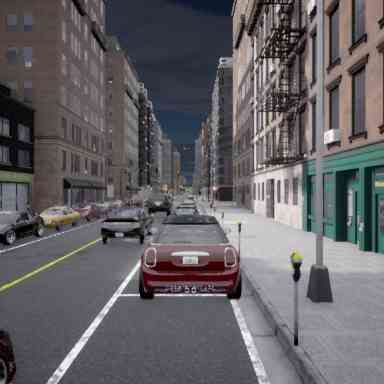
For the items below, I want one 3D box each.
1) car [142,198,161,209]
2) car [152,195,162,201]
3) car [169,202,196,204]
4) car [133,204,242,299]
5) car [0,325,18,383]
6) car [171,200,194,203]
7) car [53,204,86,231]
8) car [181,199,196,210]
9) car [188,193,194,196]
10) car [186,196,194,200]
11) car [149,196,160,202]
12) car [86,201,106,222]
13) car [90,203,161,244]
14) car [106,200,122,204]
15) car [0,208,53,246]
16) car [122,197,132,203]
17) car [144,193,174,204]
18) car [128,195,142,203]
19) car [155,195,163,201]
[{"bbox_3d":[-5.770,1.602,48.245,2.033,1.411,5.357,0,0,0],"label":"car"},{"bbox_3d":[-8.408,1.510,79.763,1.887,1.381,4.507,0,0,0],"label":"car"},{"bbox_3d":[-0.383,1.566,20.772,1.947,1.339,4.313,0,0,0],"label":"car"},{"bbox_3d":[-0.033,1.352,8.620,2.097,1.767,4.553,0,0,0],"label":"car"},{"bbox_3d":[-2.922,1.562,1.978,1.994,1.385,4.181,0,0,0],"label":"car"},{"bbox_3d":[-0.383,1.565,26.185,1.947,1.339,4.313,0,0,0],"label":"car"},{"bbox_3d":[-8.408,1.525,20.611,1.752,1.417,4.829,0,0,0],"label":"car"},{"bbox_3d":[-0.383,1.572,42.423,1.802,1.307,4.206,0,0,0],"label":"car"},{"bbox_3d":[-0.382,1.395,90.663,1.967,1.590,4.097,0,0,0],"label":"car"},{"bbox_3d":[-0.383,1.519,37.181,1.752,1.417,4.829,0,0,0],"label":"car"},{"bbox_3d":[-8.408,1.521,74.308,2.008,1.369,4.403,0,0,0],"label":"car"},{"bbox_3d":[-8.408,1.581,26.194,1.802,1.307,4.206,0,0,0],"label":"car"},{"bbox_3d":[-2.921,1.492,15.819,2.128,1.511,4.902,0,0,0],"label":"car"},{"bbox_3d":[-8.408,1.548,31.607,2.008,1.369,4.403,0,0,0],"label":"car"},{"bbox_3d":[-8.408,1.566,15.368,1.947,1.339,4.313,0,0,0],"label":"car"},{"bbox_3d":[-8.408,1.545,37.020,2.008,1.369,4.403,0,0,0],"label":"car"},{"bbox_3d":[-3.033,1.218,32.567,2.150,2.045,5.566,0,0,0],"label":"car"},{"bbox_3d":[-8.408,1.302,47.845,2.192,1.841,5.009,0,0,0],"label":"car"},{"bbox_3d":[-8.408,1.486,85.047,1.752,1.417,4.829,0,0,0],"label":"car"}]
